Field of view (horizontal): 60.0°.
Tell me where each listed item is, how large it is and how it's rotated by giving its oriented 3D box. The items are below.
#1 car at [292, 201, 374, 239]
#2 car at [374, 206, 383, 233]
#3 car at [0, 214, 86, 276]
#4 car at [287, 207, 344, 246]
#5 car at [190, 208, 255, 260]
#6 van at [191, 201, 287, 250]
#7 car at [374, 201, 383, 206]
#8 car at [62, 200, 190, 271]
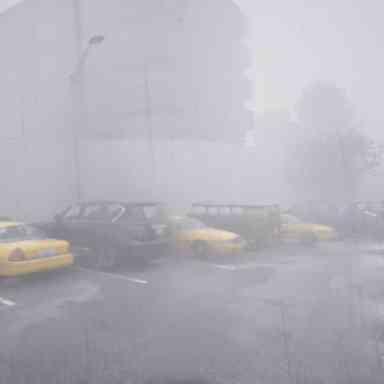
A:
[{"bbox_3d":[6.596,1.487,18.359,5.566,2.045,2.435,-1,-1,34],"label":"car"},{"bbox_3d":[9.066,1.791,20.080,4.892,1.521,2.231,-1,-1,35],"label":"car"},{"bbox_3d":[-5.699,1.510,9.720,5.366,1.575,1.946,-1,-1,35],"label":"car"},{"bbox_3d":[4.340,1.681,16.489,5.366,1.575,1.946,-1,-2,34],"label":"car"},{"bbox_3d":[-0.526,1.584,12.992,5.366,1.575,1.946,-1,-2,35],"label":"car"},{"bbox_3d":[1.657,1.410,14.912,4.442,1.987,1.878,-1,-1,34],"label":"van"},{"bbox_3d":[11.505,1.592,21.839,5.566,2.045,2.435,-1,-1,35],"label":"car"},{"bbox_3d":[-3.135,1.296,11.372,5.566,2.045,2.435,-1,-1,35],"label":"car"}]
